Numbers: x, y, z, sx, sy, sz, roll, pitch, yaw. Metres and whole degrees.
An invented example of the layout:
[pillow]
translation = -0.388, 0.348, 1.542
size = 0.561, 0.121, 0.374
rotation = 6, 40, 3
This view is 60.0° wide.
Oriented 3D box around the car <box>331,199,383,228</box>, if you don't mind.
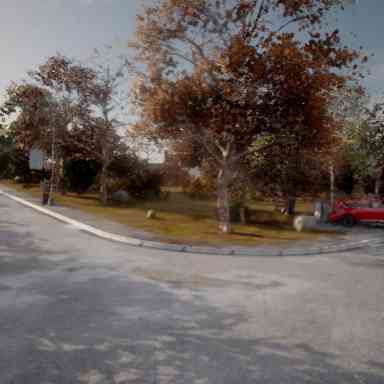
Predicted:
[car]
translation = 12.935, 1.520, 23.717
size = 5.566, 2.045, 2.435
rotation = -1, -1, 31
